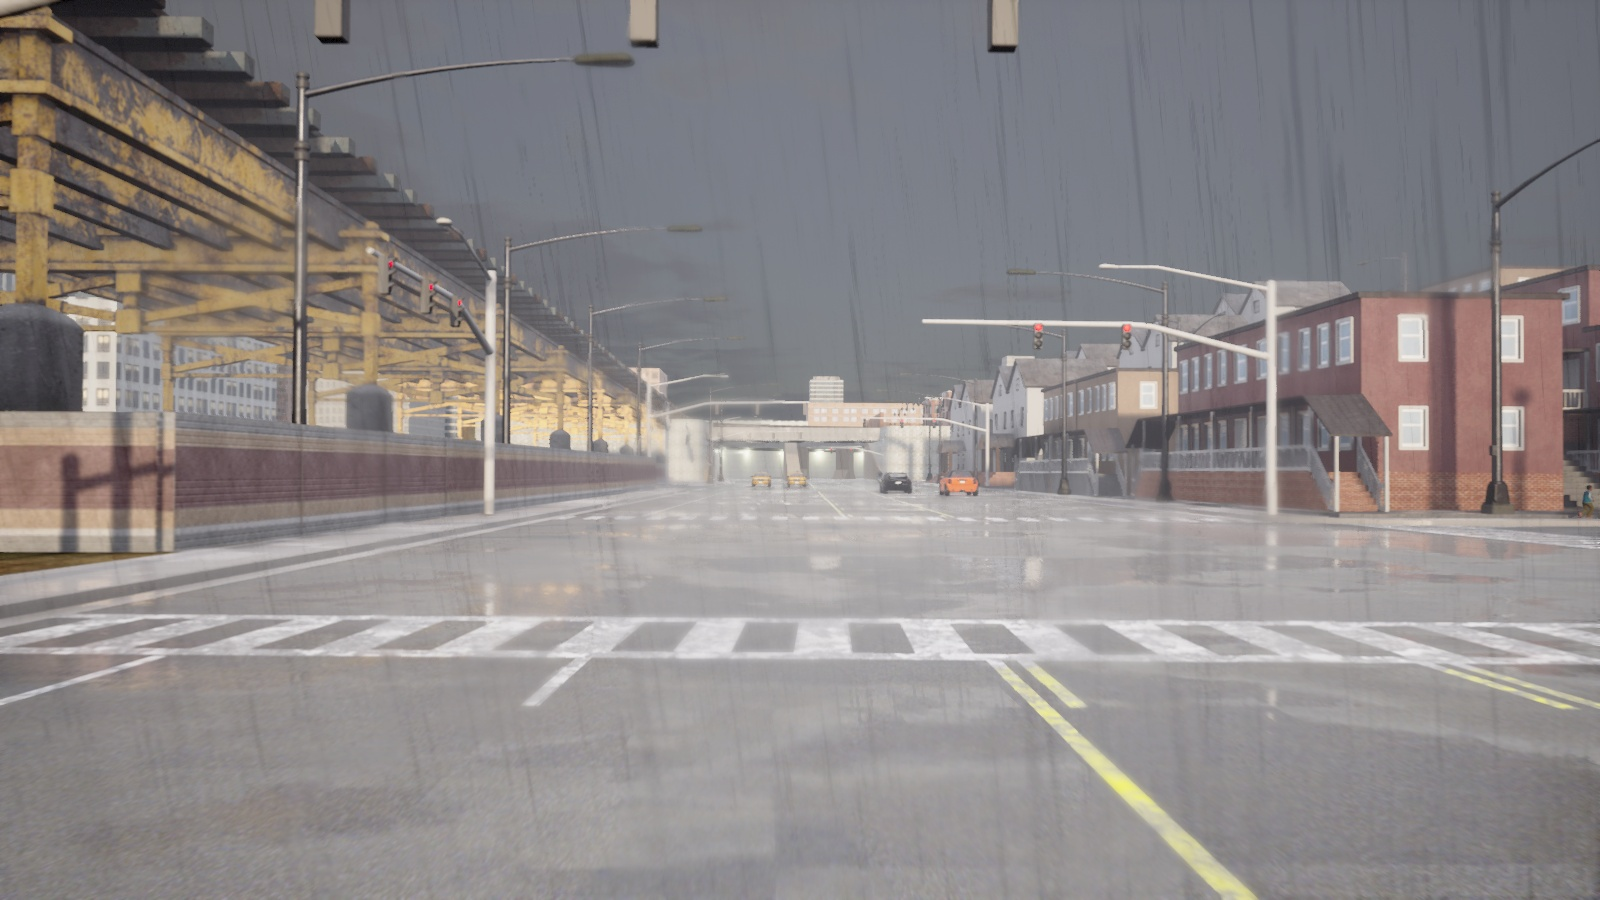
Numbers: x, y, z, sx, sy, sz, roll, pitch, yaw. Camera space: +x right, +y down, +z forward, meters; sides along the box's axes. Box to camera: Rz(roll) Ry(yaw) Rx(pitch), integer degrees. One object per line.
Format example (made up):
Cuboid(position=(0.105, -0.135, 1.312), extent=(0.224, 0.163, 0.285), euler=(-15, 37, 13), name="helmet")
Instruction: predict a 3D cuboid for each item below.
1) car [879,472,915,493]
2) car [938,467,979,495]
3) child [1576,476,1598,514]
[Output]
Cuboid(position=(6.800, 2.274, 88.836), extent=(2.163, 1.488, 4.792), euler=(0, -1, 0), name="car")
Cuboid(position=(10.315, 2.004, 81.944), extent=(2.097, 1.767, 4.553), euler=(0, -1, 0), name="car")
Cuboid(position=(24.632, 1.396, 39.292), extent=(0.448, 1.192, 0.343), euler=(0, -1, -6), name="child")
